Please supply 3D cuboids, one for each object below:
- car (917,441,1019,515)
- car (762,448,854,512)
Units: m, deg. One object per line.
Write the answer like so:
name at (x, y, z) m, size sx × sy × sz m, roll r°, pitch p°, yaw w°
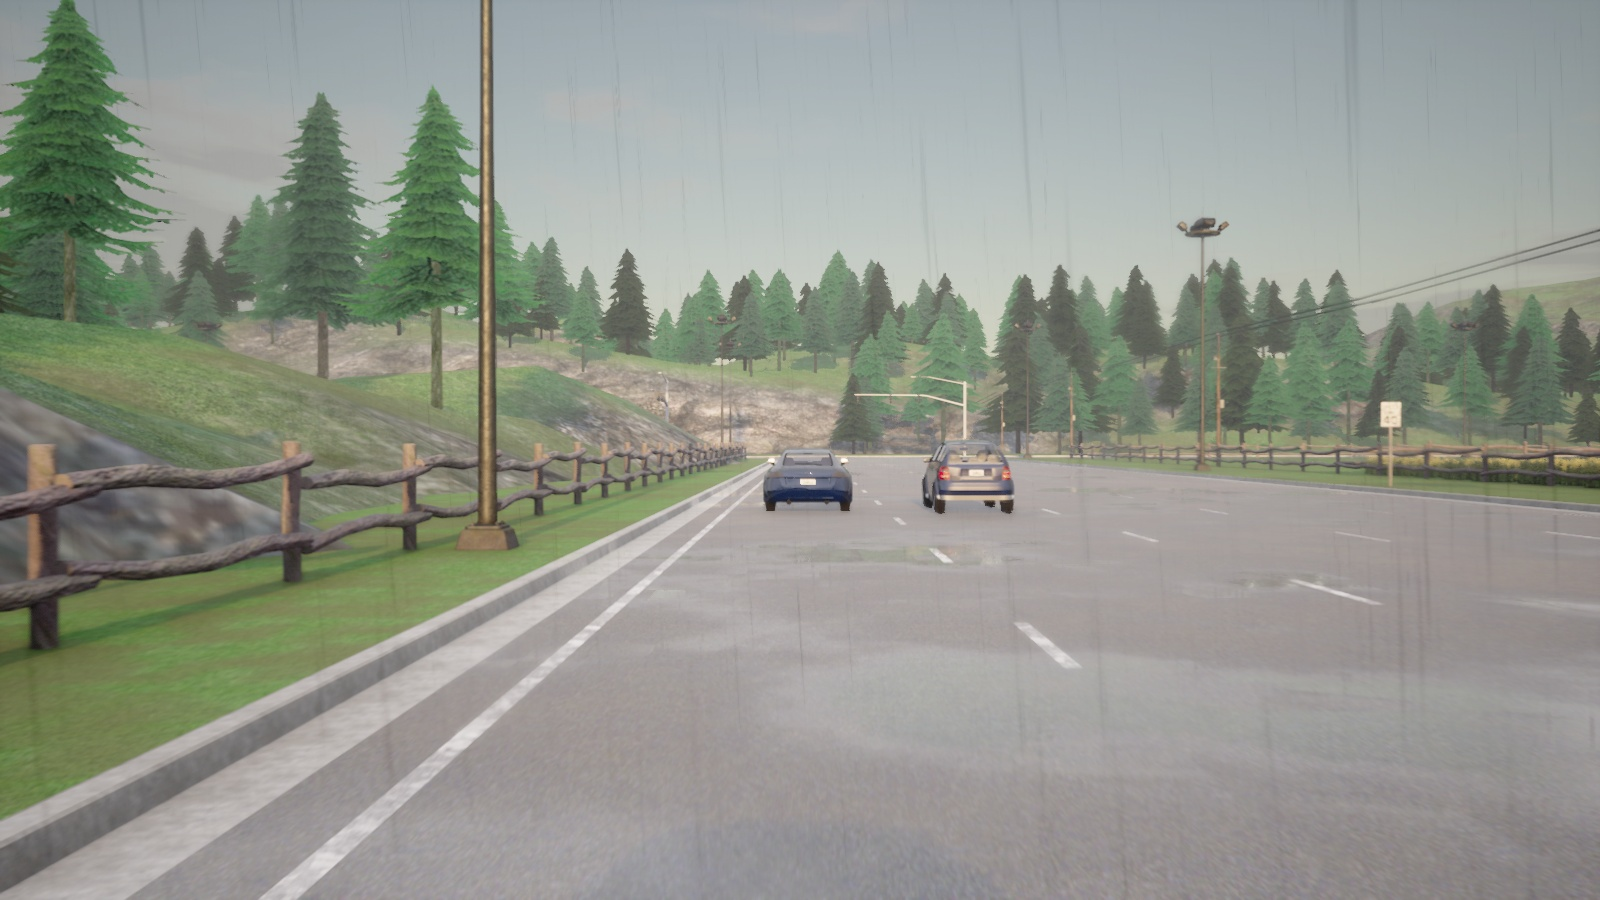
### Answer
car at (3.674, 0.570, 27.989) m, size 1.789 × 1.549 × 3.705 m, roll 0°, pitch 0°, yaw 0°
car at (0.181, 0.646, 29.245) m, size 1.994 × 1.385 × 4.181 m, roll 0°, pitch 0°, yaw 0°
